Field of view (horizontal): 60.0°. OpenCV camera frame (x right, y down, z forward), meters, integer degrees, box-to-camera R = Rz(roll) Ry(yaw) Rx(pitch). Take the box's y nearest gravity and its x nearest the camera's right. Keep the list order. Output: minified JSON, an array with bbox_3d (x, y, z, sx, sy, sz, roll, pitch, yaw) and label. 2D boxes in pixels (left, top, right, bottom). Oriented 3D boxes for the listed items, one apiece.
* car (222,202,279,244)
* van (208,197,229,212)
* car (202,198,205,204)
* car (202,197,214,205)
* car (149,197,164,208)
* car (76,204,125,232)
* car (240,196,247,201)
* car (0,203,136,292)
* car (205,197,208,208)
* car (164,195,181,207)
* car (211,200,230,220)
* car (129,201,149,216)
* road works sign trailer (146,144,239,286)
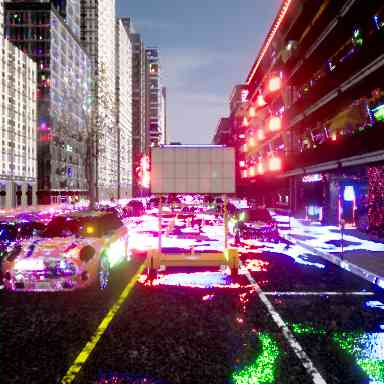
[{"bbox_3d":[2.730,1.443,15.708,1.967,1.590,4.097,0,0,0],"label":"car"},{"bbox_3d":[2.773,1.355,32.306,1.690,1.788,3.998,0,0,0],"label":"van"},{"bbox_3d":[2.816,1.579,48.904,2.008,1.369,4.403,0,0,0],"label":"car"},{"bbox_3d":[2.844,1.591,59.970,2.008,1.369,4.403,0,0,0],"label":"car"},{"bbox_3d":[-5.565,1.553,48.756,1.752,1.417,4.829,0,0,0],"label":"car"},{"bbox_3d":[-5.636,1.531,21.093,1.752,1.417,4.829,0,0,0],"label":"car"},{"bbox_3d":[13.631,1.410,79.348,4.403,1.369,2.008,-1,1,0],"label":"car"},{"bbox_3d":[-3.076,1.353,9.130,2.097,1.767,4.553,0,0,0],"label":"car"},{"bbox_3d":[2.787,1.458,37.839,1.967,1.590,4.097,0,0,0],"label":"car"},{"bbox_3d":[-2.862,1.596,53.084,1.994,1.385,4.181,0,0,0],"label":"car"},{"bbox_3d":[2.759,1.592,26.774,1.802,1.307,4.206,0,0,0],"label":"car"},{"bbox_3d":[-5.607,1.596,32.329,1.802,1.307,4.206,0,0,0],"label":"car"},{"bbox_3d":[0.024,0.465,9.385,2.380,3.560,2.880,0,0,0],"label":"road works sign trailer"}]
